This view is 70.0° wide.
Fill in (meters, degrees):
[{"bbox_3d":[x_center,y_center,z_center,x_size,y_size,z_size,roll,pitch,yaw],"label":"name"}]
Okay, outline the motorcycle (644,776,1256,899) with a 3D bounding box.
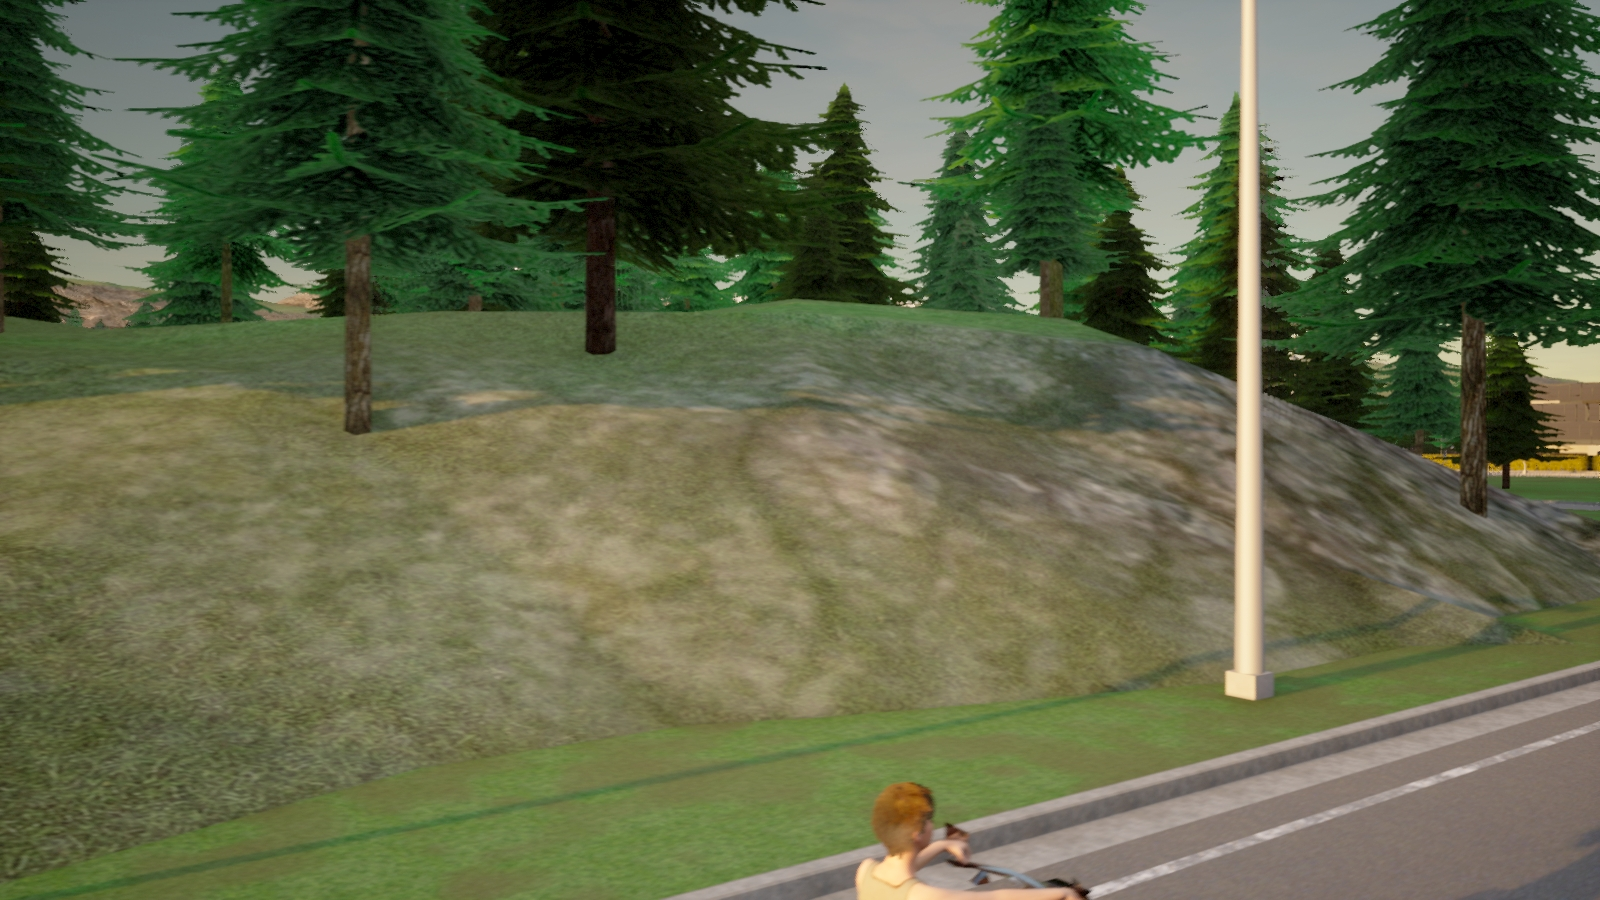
[{"bbox_3d":[0.657,2.152,4.243,2.356,1.307,0.764,0,0,-35],"label":"motorcycle"}]
